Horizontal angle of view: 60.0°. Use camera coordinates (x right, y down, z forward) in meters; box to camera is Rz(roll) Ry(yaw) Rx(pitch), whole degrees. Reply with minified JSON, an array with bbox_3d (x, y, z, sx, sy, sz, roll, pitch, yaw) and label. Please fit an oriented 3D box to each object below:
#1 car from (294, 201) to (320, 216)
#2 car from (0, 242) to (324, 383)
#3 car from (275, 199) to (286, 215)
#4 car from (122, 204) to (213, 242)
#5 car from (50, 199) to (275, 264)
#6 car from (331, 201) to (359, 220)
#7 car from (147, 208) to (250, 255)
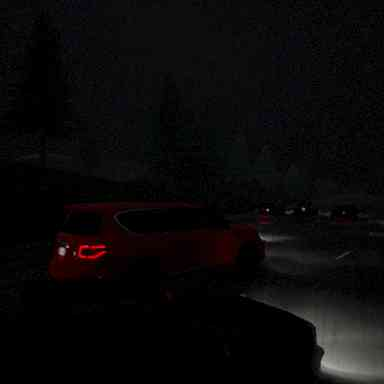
[{"bbox_3d":[11.128,1.556,32.176,1.994,1.385,4.181,0,0,27],"label":"car"},{"bbox_3d":[-1.069,1.559,2.928,5.357,1.411,2.033,0,0,-37],"label":"car"},{"bbox_3d":[8.519,1.515,34.736,1.837,1.490,4.892,0,0,27],"label":"car"},{"bbox_3d":[-1.124,1.513,17.824,1.882,1.535,5.008,0,0,40],"label":"car"},{"bbox_3d":[-0.529,1.239,8.254,5.566,2.045,2.150,0,0,-42],"label":"car"},{"bbox_3d":[12.846,1.454,27.839,1.882,1.535,5.008,0,0,28],"label":"car"},{"bbox_3d":[0.458,1.547,14.336,1.812,1.442,4.674,0,0,42],"label":"car"}]
